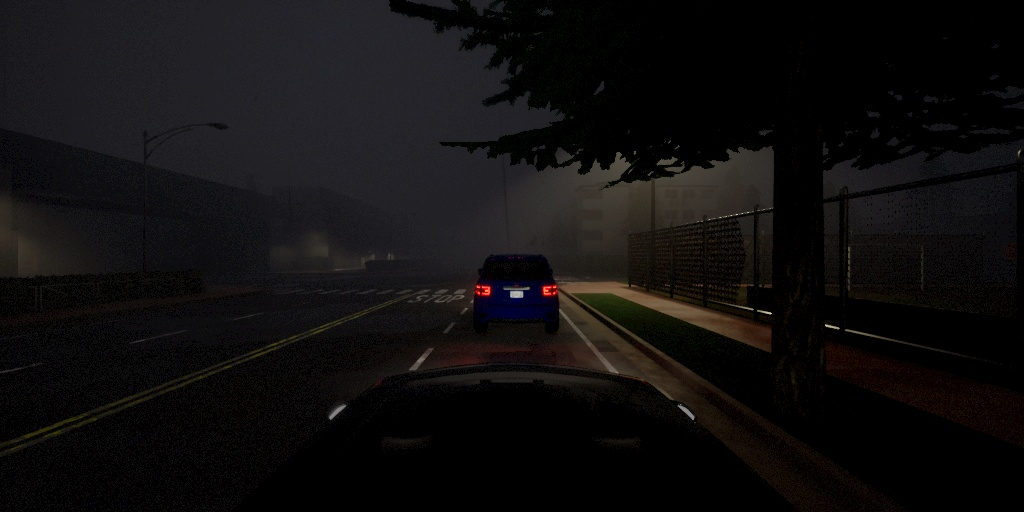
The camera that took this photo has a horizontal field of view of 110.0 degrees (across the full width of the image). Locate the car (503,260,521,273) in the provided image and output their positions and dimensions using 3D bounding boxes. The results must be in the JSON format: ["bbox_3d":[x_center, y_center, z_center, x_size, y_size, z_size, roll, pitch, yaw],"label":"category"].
[{"bbox_3d":[0.005,1.241,45.745,2.128,1.511,4.902,0,0,0],"label":"car"}]

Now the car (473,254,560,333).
[{"bbox_3d":[0.111,0.972,10.889,2.150,2.045,5.566,0,0,0],"label":"car"}]
